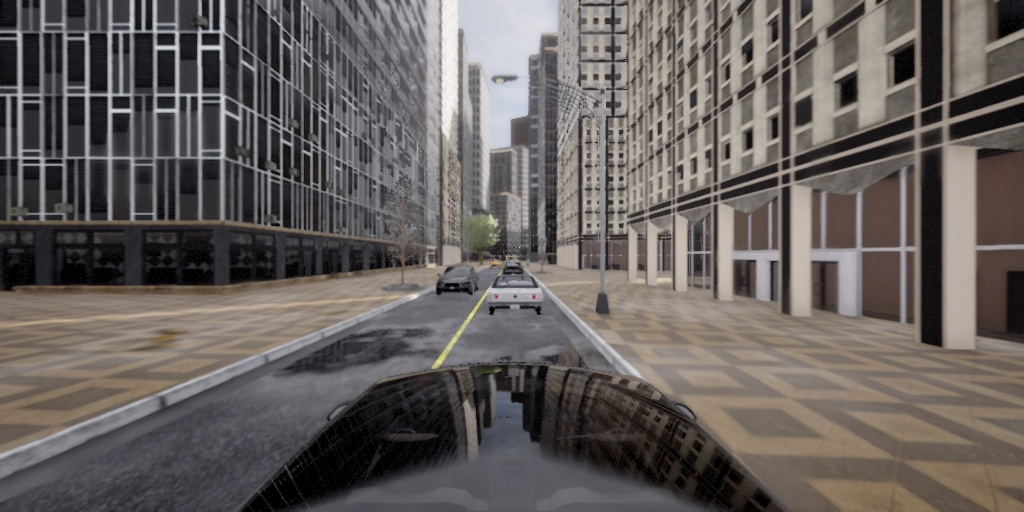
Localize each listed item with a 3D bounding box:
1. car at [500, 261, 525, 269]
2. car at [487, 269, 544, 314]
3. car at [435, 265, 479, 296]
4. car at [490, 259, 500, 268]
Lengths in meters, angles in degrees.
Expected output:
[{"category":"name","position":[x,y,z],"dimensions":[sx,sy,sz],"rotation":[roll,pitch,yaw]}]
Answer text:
[{"category":"car","position":[0.108,1.278,31.568],"dimensions":[1.837,1.490,4.892],"rotation":[0,0,0]},{"category":"car","position":[0.105,1.357,13.846],"dimensions":[1.895,1.301,4.718],"rotation":[0,0,0]},{"category":"car","position":[-2.843,1.264,19.417],"dimensions":[1.837,1.490,4.892],"rotation":[0,0,0]},{"category":"car","position":[-2.762,1.329,61.785],"dimensions":[1.882,1.535,5.008],"rotation":[0,0,1]}]
